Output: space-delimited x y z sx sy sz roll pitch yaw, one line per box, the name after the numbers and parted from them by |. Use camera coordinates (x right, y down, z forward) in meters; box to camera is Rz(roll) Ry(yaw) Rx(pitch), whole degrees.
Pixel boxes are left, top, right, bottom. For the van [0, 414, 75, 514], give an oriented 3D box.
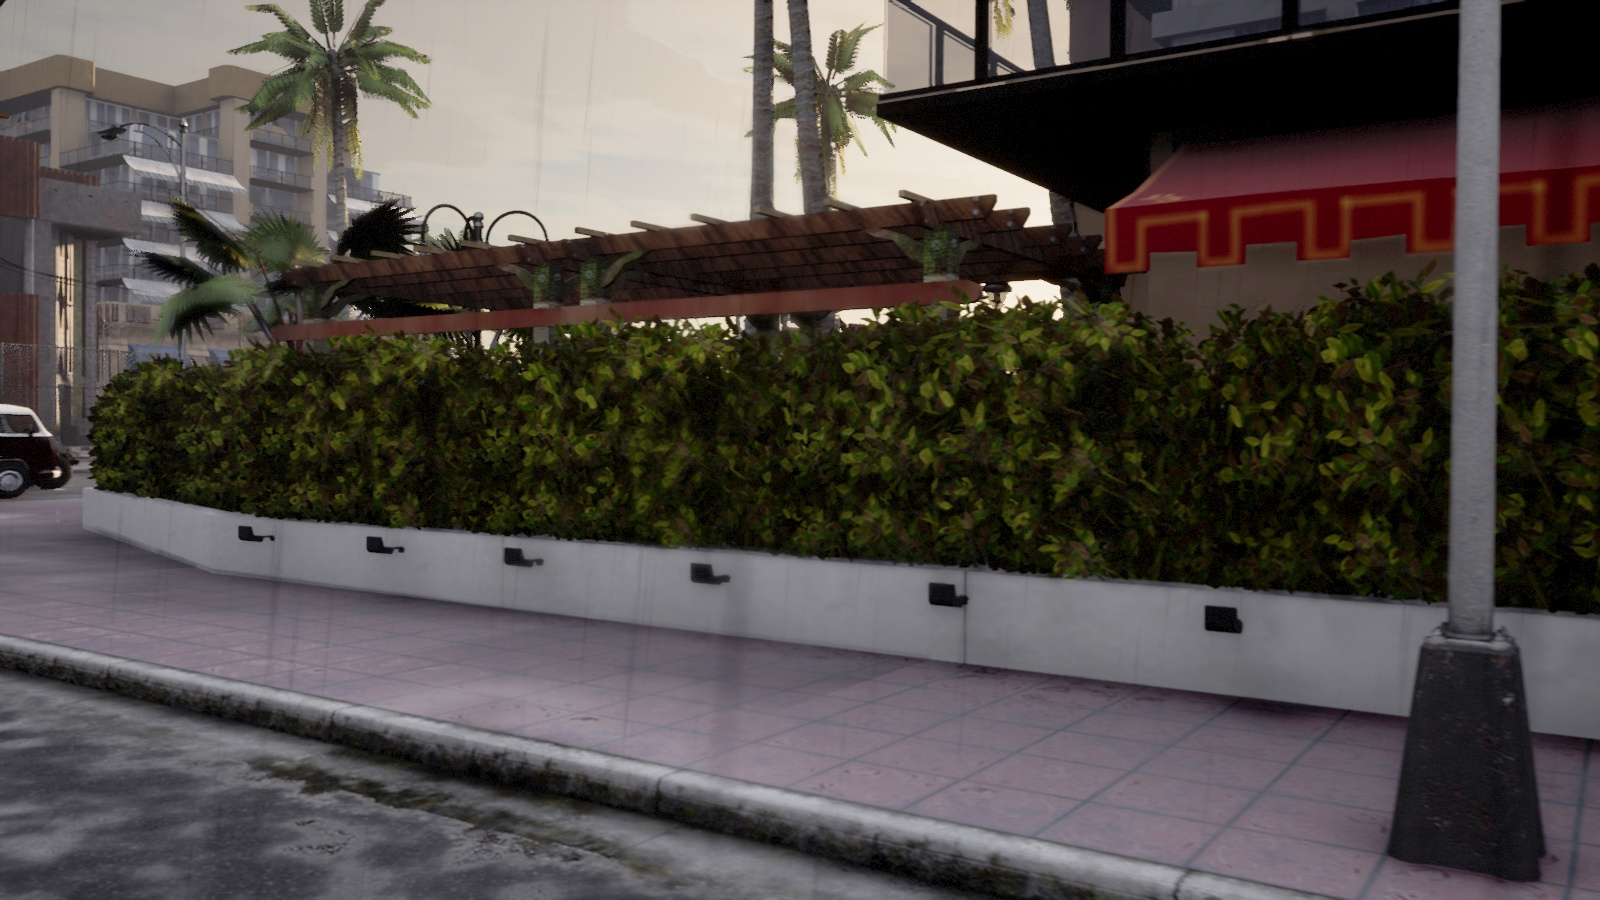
-17.641 0.297 25.586 2.069 2.038 4.480 0 1 36 | van

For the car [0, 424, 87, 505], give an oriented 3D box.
-19.138 0.337 29.344 1.905 1.878 3.866 0 1 39 | car
